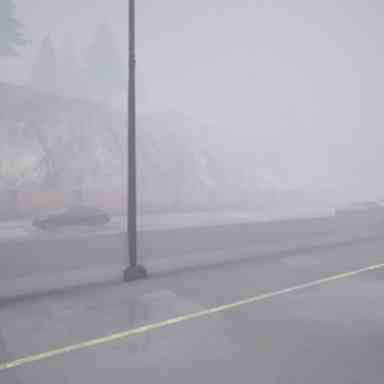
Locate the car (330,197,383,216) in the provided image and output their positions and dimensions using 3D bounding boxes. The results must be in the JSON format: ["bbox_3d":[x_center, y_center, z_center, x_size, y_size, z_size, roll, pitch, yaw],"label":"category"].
[{"bbox_3d":[13.265,1.418,26.342,5.008,1.535,1.882,0,0,-35],"label":"car"}]

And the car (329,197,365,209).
[{"bbox_3d":[20.850,1.449,44.628,5.357,1.411,2.033,0,0,-35],"label":"car"}]

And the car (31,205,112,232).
[{"bbox_3d":[-7.249,1.513,20.314,4.674,1.442,1.812,0,0,-35],"label":"car"}]

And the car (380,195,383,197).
[{"bbox_3d":[23.436,1.396,37.877,4.902,1.511,2.128,0,0,-35],"label":"car"}]
